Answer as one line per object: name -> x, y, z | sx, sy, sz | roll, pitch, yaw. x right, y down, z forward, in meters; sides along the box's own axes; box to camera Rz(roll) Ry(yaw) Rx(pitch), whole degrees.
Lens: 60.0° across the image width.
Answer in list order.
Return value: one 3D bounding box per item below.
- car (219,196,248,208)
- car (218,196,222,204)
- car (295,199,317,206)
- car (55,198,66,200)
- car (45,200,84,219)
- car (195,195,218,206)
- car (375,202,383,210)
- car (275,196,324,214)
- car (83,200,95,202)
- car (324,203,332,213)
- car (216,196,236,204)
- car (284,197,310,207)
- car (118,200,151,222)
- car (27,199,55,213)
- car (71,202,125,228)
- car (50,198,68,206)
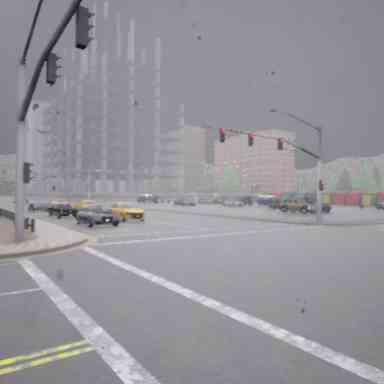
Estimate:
car -> 7.049, 1.900, 56.383 | 1.970, 1.475, 3.806 | 1, -1, -35
car -> 5.435, 1.985, 73.718 | 1.784, 1.438, 3.905 | 1, -1, -35
car -> 23.215, 2.124, 67.803 | 1.784, 1.438, 3.905 | 1, -1, -35
car -> -17.831, 1.637, 45.156 | 1.882, 1.535, 5.008 | 1, -1, -35
car -> -11.724, 1.711, 30.463 | 1.895, 1.301, 4.718 | 1, -1, -35
car -> 3.067, 1.979, 72.051 | 1.970, 1.475, 3.806 | 1, -1, -35
car -> 30.919, 1.875, 51.877 | 1.905, 1.878, 3.866 | 1, -1, -35
car -> 12.501, 1.581, 38.925 | 1.932, 1.855, 4.605 | 1, -1, -35
car -> -11.124, 1.634, 35.670 | 1.882, 1.535, 5.008 | 1, -1, -36
car -> 14.898, 1.621, 40.547 | 1.905, 1.878, 3.866 | 1, -1, -35
car -> 7.601, 1.809, 75.306 | 1.932, 1.855, 4.605 | 1, -1, -35
car -> 20.812, 1.876, 66.189 | 1.932, 1.855, 4.605 | 1, -1, -35
car -> -5.665, 1.632, 27.975 | 1.882, 1.535, 5.008 | 1, -1, -35
car -> -18.040, 1.639, 39.396 | 1.812, 1.442, 4.674 | 1, -1, -35
car -> -6.658, 1.672, 23.327 | 1.994, 1.385, 4.181 | 1, 0, -35
car -> -24.250, 1.775, 60.553 | 1.994, 1.385, 4.181 | 1, -1, -35
